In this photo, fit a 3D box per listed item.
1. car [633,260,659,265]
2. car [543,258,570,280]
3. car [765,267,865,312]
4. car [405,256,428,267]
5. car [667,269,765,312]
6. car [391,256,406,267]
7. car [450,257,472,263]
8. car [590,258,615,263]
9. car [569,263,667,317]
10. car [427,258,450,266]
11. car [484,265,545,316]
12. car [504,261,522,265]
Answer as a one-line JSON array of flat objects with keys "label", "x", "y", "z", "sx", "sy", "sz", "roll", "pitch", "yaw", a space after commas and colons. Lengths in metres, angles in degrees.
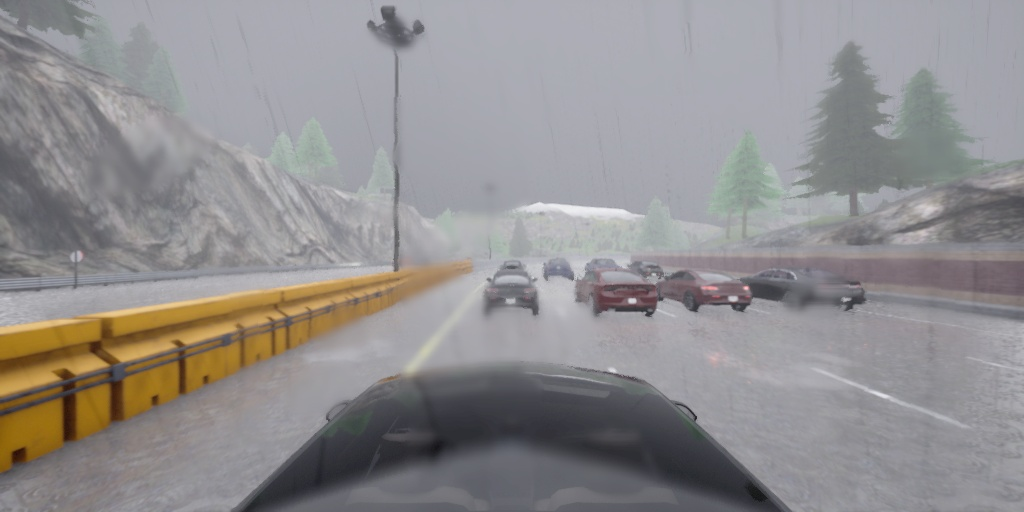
[{"label": "car", "x": 10.607, "y": 1.091, "z": 29.044, "sx": 1.837, "sy": 1.490, "sz": 4.892, "roll": 0, "pitch": 1, "yaw": 2}, {"label": "car", "x": 3.595, "y": 0.942, "z": 28.633, "sx": 2.097, "sy": 1.767, "sz": 4.553, "roll": 0, "pitch": 0, "yaw": 2}, {"label": "car", "x": 10.515, "y": 1.166, "z": 13.701, "sx": 2.128, "sy": 1.511, "sz": 4.902, "roll": 0, "pitch": 0, "yaw": 0}, {"label": "car", "x": -14.346, "y": 0.983, "z": 56.995, "sx": 2.033, "sy": 1.411, "sz": 5.357, "roll": 0, "pitch": 0, "yaw": 12}, {"label": "car", "x": 7.016, "y": 1.203, "z": 13.689, "sx": 1.812, "sy": 1.442, "sz": 4.674, "roll": 0, "pitch": 0, "yaw": 0}, {"label": "car", "x": -17.688, "y": 0.783, "z": 58.002, "sx": 2.097, "sy": 1.767, "sz": 4.553, "roll": 0, "pitch": 0, "yaw": 12}, {"label": "car", "x": -7.476, "y": 0.917, "z": 55.540, "sx": 1.882, "sy": 1.535, "sz": 5.008, "roll": 0, "pitch": 0, "yaw": 12}, {"label": "car", "x": 7.095, "y": 0.940, "z": 28.650, "sx": 2.097, "sy": 1.767, "sz": 4.553, "roll": 0, "pitch": 0, "yaw": 2}, {"label": "car", "x": 3.514, "y": 1.160, "z": 12.944, "sx": 1.882, "sy": 1.535, "sz": 5.008, "roll": 0, "pitch": 0, "yaw": 0}, {"label": "car", "x": -10.969, "y": 1.040, "z": 55.987, "sx": 1.895, "sy": 1.301, "sz": 4.718, "roll": 0, "pitch": 0, "yaw": 12}, {"label": "car", "x": 0.014, "y": 1.211, "z": 13.017, "sx": 1.812, "sy": 1.442, "sz": 4.674, "roll": 0, "pitch": 0, "yaw": 1}, {"label": "car", "x": 0.104, "y": 1.097, "z": 29.002, "sx": 1.837, "sy": 1.490, "sz": 4.892, "roll": 0, "pitch": 1, "yaw": 2}]
